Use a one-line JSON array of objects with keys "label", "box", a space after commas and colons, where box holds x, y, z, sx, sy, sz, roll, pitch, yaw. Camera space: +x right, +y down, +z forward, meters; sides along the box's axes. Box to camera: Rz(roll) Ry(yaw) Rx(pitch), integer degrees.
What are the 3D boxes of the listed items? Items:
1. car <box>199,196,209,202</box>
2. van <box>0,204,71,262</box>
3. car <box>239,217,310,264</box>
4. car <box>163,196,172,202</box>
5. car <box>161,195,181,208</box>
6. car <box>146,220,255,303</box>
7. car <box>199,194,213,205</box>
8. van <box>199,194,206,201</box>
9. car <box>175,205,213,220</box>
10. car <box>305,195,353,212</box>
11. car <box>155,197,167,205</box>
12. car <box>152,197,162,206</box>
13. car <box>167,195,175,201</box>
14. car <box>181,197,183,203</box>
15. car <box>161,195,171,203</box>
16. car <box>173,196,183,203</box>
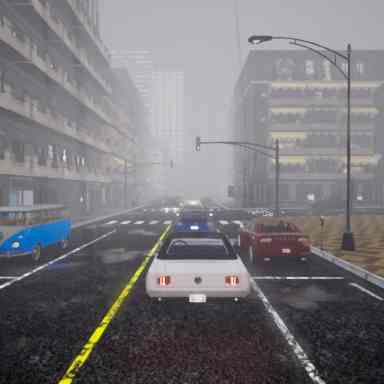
[{"label": "car", "box": [2.778, 1.593, 77.307, 2.008, 1.369, 4.403, -1, 0, 0]}, {"label": "van", "box": [-5.686, 1.341, 11.736, 1.690, 1.788, 3.998, 0, 0, 0]}, {"label": "car", "box": [2.696, 1.545, 11.725, 1.887, 1.381, 4.507, 0, 0, 0]}, {"label": "car", "box": [-5.603, 1.624, 77.323, 1.802, 1.307, 4.206, -1, 0, 0]}, {"label": "car", "box": [-3.033, 1.579, 49.543, 1.994, 1.385, 4.181, 0, 0, 0]}, {"label": "car", "box": [0.110, 1.601, 8.134, 1.895, 1.301, 4.718, 0, 0, 0]}, {"label": "car", "box": [2.756, 1.465, 60.724, 1.967, 1.590, 4.097, -1, 0, 0]}, {"label": "van", "box": [2.789, 1.397, 88.363, 1.690, 1.788, 3.998, -1, 0, 0]}, {"label": "car", "box": [0.119, 1.565, 16.889, 1.994, 1.385, 4.181, 0, 0, 0]}, {"label": "car", "box": [14.193, 1.097, 34.677, 4.553, 1.767, 2.097, -1, 0, 2]}, {"label": "car", "box": [-5.623, 1.591, 60.739, 1.947, 1.339, 4.313, 0, 0, 0]}, {"label": "car", "box": [-5.630, 1.571, 55.212, 2.008, 1.369, 4.403, 0, 0, 0]}, {"label": "car", "box": [-5.590, 1.581, 88.209, 1.752, 1.417, 4.829, -1, 0, 0]}, {"label": "car", "box": [-3.005, 1.571, 58.930, 2.033, 1.411, 5.357, 0, 0, 1]}, {"label": "car", "box": [-5.611, 1.476, 71.795, 1.967, 1.590, 4.097, -1, 0, 0]}, {"label": "car", "box": [-2.917, 1.538, 69.290, 1.837, 1.490, 4.892, 0, 0, 0]}]
